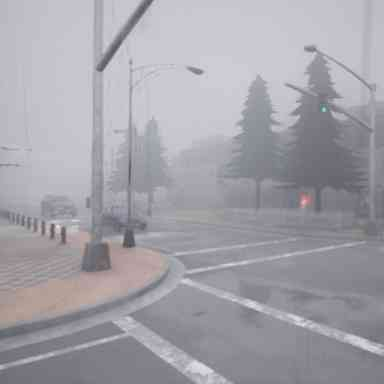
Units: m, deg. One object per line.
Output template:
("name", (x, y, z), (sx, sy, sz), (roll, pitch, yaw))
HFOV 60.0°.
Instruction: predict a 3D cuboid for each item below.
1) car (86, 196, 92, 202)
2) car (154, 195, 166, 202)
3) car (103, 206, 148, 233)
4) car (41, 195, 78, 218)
("car", (-22.014, 1.611, 72.866), (1.845, 1.501, 3.633), (1, 0, -37))
("car", (-7.019, 1.501, 83.846), (1.932, 1.855, 4.605), (1, 0, -37))
("car", (-4.569, 1.617, 20.879), (1.812, 1.442, 4.674), (1, 0, -38))
("car", (-12.696, 1.302, 31.576), (2.150, 2.045, 5.566), (1, 1, -38))
